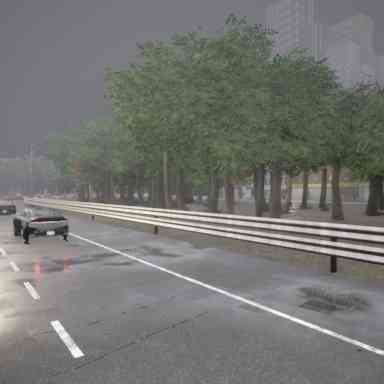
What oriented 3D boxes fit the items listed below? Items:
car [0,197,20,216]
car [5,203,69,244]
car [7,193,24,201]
[{"bbox_3d":[-17.222,1.493,30.147,1.882,1.535,5.008,0,0,-35],"label":"car"},{"bbox_3d":[-7.317,1.491,15.911,2.128,1.511,4.902,0,0,-35],"label":"car"},{"bbox_3d":[-41.094,1.214,77.512,2.150,2.045,5.566,0,0,-10],"label":"car"}]
